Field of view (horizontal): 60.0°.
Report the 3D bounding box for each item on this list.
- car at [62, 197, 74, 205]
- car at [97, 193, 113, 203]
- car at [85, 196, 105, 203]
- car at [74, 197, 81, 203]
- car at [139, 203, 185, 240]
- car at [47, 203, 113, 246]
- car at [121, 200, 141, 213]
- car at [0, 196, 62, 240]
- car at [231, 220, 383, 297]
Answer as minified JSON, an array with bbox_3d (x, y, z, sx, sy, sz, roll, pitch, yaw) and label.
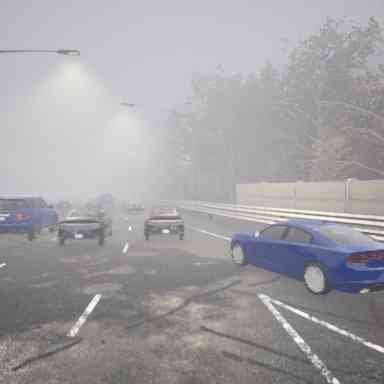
[{"bbox_3d":[-17.485,1.532,45.103,1.812,1.442,4.674,0,0,-25],"label":"car"},{"bbox_3d":[-14.704,1.228,54.980,2.150,2.045,5.566,0,0,-30],"label":"car"},{"bbox_3d":[-13.089,1.570,43.873,1.994,1.385,4.181,0,0,-23],"label":"car"},{"bbox_3d":[-25.170,1.605,70.429,1.895,1.301,4.718,0,0,-39],"label":"car"},{"bbox_3d":[-1.512,1.494,16.972,2.128,1.511,4.902,0,0,-8],"label":"car"},{"bbox_3d":[-4.788,1.493,15.392,2.128,1.511,4.902,0,0,-8],"label":"car"},{"bbox_3d":[-6.592,1.552,36.909,2.033,1.411,5.357,0,0,-20],"label":"car"},{"bbox_3d":[-8.493,1.224,16.829,2.150,2.045,5.566,0,0,-8],"label":"car"},{"bbox_3d":[2.891,1.479,8.863,1.882,1.535,5.008,0,0,-25],"label":"car"}]
